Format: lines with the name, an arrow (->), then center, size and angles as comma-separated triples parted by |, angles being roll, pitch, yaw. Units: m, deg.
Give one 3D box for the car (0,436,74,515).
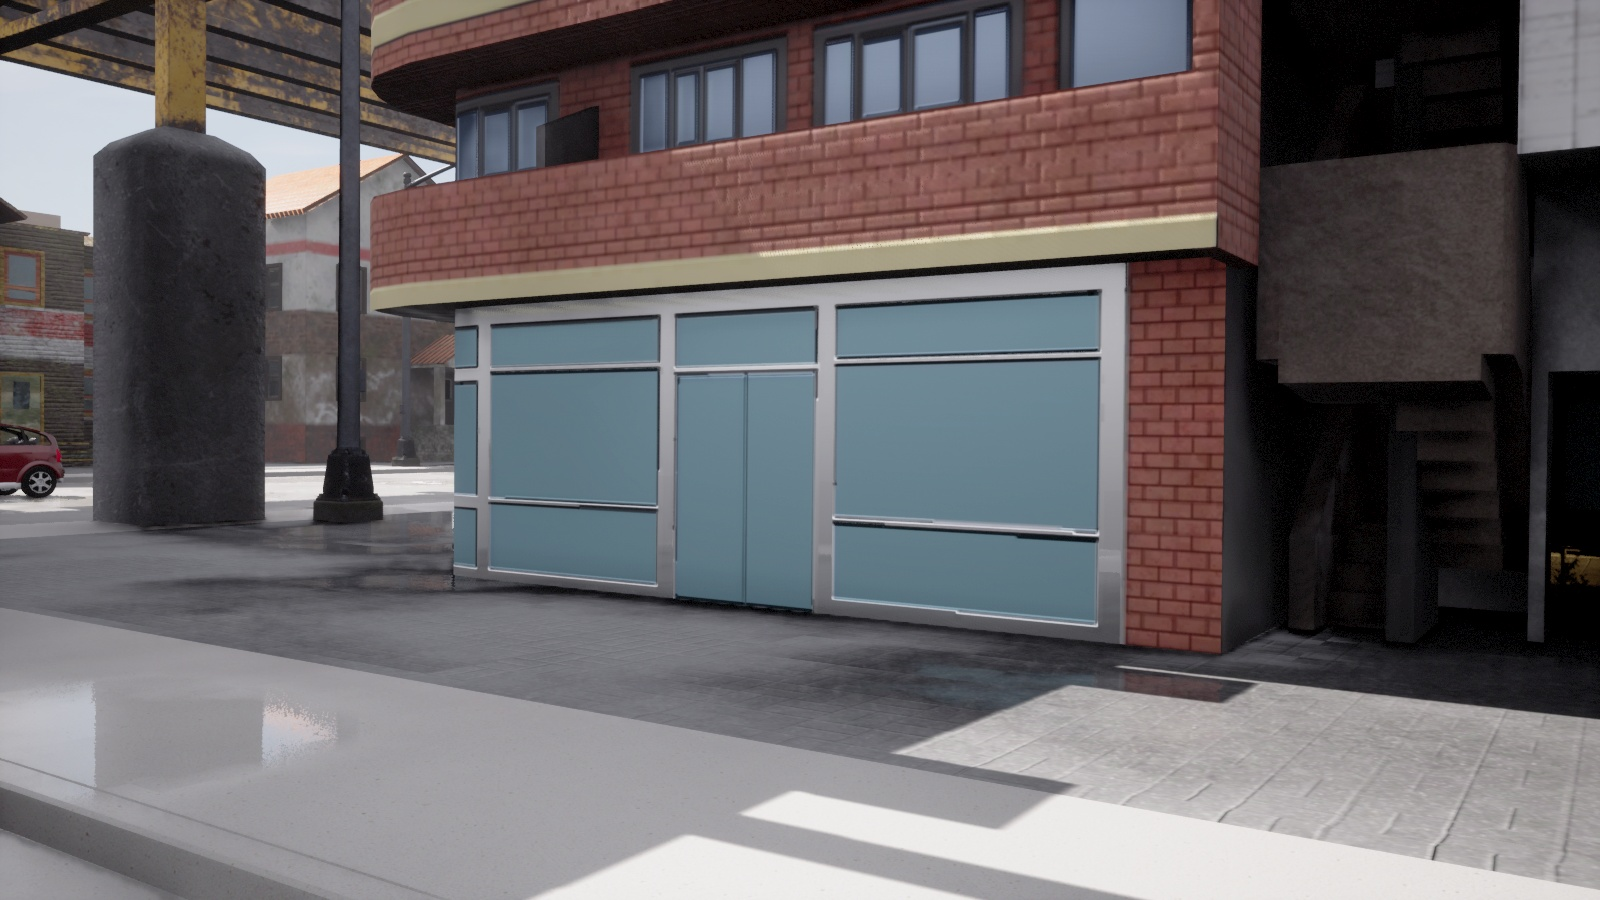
car -> -16.831, 0.521, 24.977 | 1.789, 1.549, 3.705 | 0, 1, 33
